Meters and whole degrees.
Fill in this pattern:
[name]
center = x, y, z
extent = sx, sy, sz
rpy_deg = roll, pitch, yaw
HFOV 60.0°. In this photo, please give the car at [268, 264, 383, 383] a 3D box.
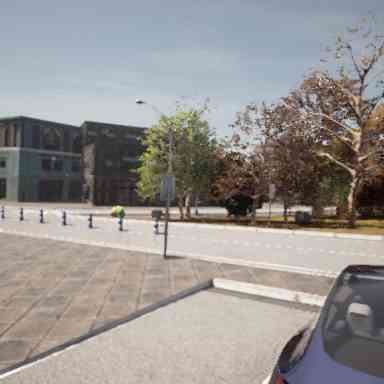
[car]
center = 2.377, 1.509, 3.487
extent = 2.163, 1.488, 4.792
rpy_deg = 0, 0, 36
